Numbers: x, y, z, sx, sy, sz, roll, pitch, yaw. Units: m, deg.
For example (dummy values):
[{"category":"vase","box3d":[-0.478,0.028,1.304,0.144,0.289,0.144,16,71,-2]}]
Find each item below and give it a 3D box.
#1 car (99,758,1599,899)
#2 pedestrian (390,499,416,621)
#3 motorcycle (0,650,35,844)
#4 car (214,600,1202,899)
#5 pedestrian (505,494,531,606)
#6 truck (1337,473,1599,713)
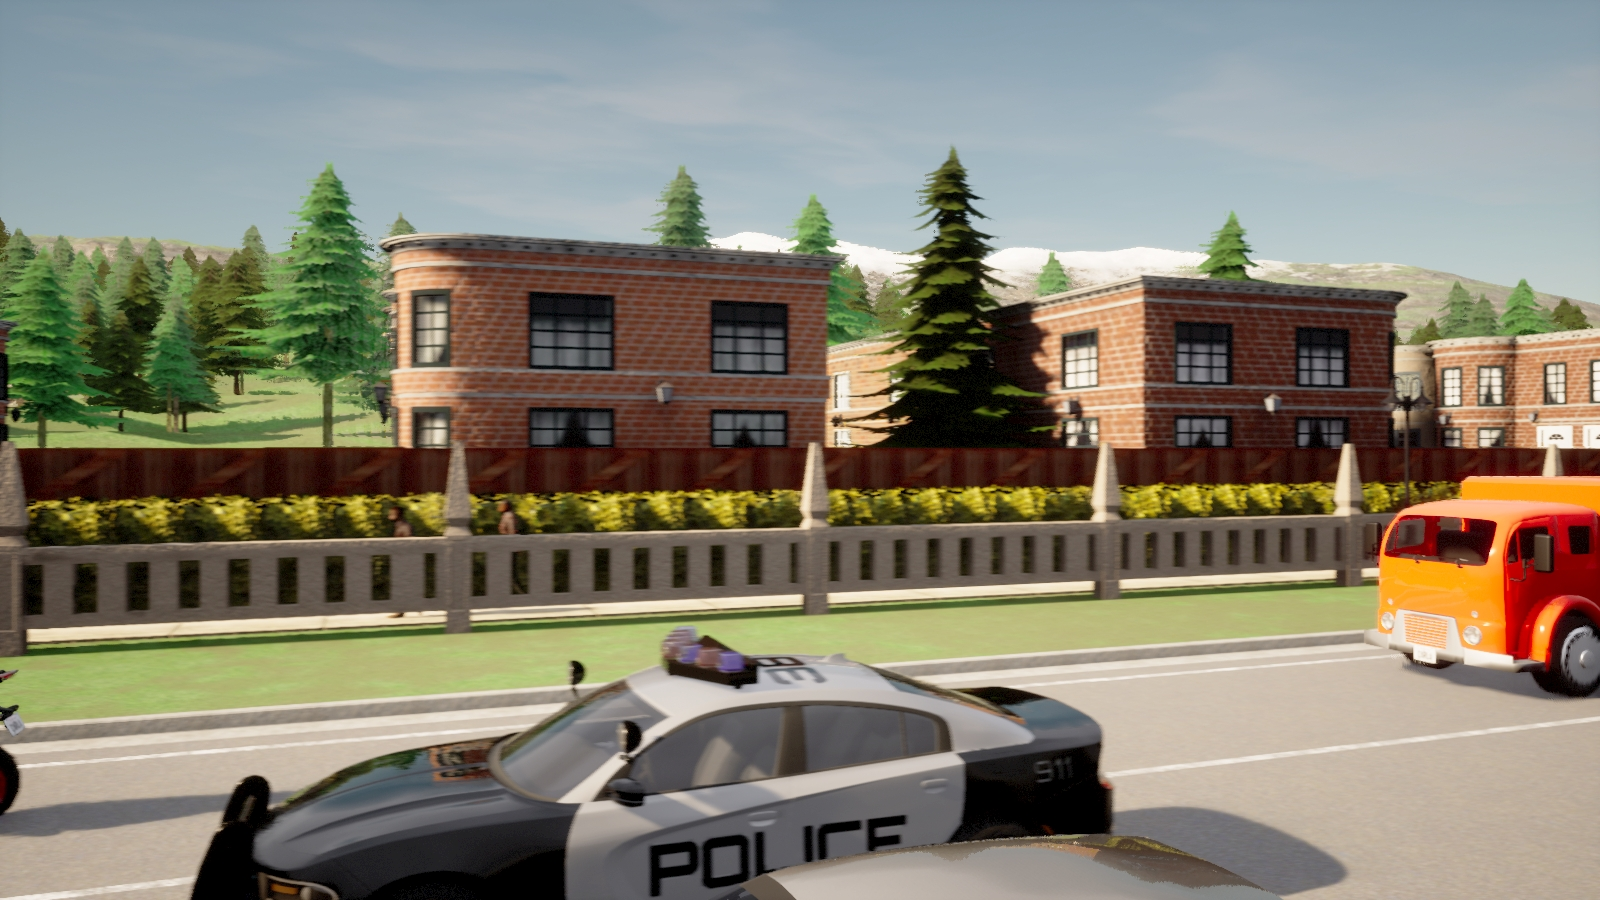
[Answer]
[{"category":"car","box3d":[0.166,2.065,3.361,4.193,1.474,1.816,0,0,-20]},{"category":"pedestrian","box3d":[-6.173,1.697,17.758,0.375,1.860,0.375,0,0,-20]},{"category":"motorcycle","box3d":[-6.924,2.205,8.228,2.209,1.251,0.867,0,0,-20]},{"category":"car","box3d":[-0.445,1.982,6.858,5.238,1.638,2.097,0,0,-20]},{"category":"pedestrian","box3d":[-4.819,1.698,19.528,0.375,1.860,0.375,0,0,-22]},{"category":"truck","box3d":[9.780,1.568,14.307,5.204,2.467,2.627,0,0,-20]}]
